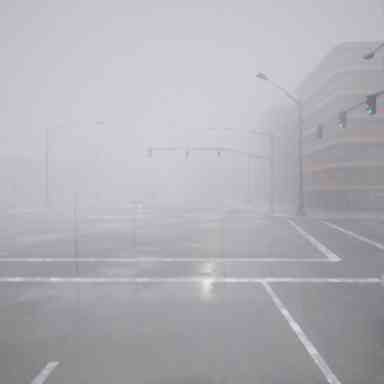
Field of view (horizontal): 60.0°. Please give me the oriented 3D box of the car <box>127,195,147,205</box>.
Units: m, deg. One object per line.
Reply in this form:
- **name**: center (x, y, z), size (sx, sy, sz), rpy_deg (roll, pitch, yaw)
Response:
- **car**: center (-8.719, 1.242, 51.830), size (1.812, 1.442, 4.674), rpy_deg (0, 1, 2)

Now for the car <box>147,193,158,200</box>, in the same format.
- **car**: center (-8.215, 0.993, 68.036), size (1.994, 1.385, 4.181), rpy_deg (0, 1, 2)
